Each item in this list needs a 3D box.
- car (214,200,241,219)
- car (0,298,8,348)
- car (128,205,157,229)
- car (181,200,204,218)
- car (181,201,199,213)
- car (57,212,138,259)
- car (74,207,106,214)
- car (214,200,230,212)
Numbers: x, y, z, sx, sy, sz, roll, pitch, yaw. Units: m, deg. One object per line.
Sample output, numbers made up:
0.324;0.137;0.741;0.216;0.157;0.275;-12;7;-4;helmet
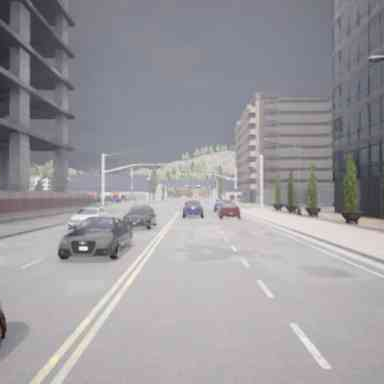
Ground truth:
3.518;1.758;32.242;1.882;1.535;5.008;0;0;0;car
-3.575;1.591;2.936;1.994;1.385;4.181;0;-1;0;car
-3.545;1.707;23.119;1.837;1.490;4.892;0;0;0;car
0.110;1.651;34.433;2.097;1.767;4.553;0;0;0;car
-0.352;1.939;45.030;2.033;1.411;5.357;0;0;-6;car
-3.561;1.677;12.922;1.994;1.385;4.181;0;0;0;car
-6.994;1.769;22.975;1.812;1.442;4.674;0;0;0;car
4.091;1.870;45.220;1.882;1.535;5.008;0;-1;8;car
